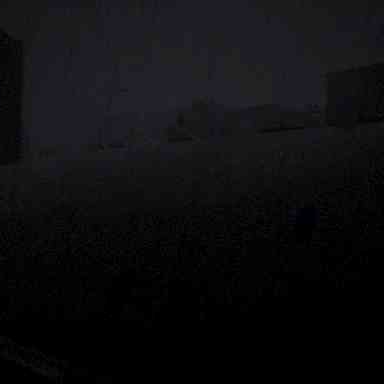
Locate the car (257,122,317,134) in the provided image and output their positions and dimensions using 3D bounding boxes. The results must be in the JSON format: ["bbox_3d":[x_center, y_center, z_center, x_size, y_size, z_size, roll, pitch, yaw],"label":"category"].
[{"bbox_3d":[7.226,-4.516,25.027,4.892,1.521,2.231,3,2,44],"label":"car"}]

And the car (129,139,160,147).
[{"bbox_3d":[-4.483,-5.084,36.545,4.674,1.452,2.002,3,2,44],"label":"car"}]

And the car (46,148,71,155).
[{"bbox_3d":[-20.309,-5.917,52.111,4.892,1.521,2.231,3,2,45],"label":"car"}]

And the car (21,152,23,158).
[{"bbox_3d":[-32.079,-6.710,63.691,5.566,2.045,2.435,3,2,45],"label":"car"}]

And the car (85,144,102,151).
[{"bbox_3d":[-12.456,-5.658,44.388,4.553,1.767,2.185,3,2,44],"label":"car"}]

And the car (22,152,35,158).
[{"bbox_3d":[-28.176,-6.245,59.850,4.674,1.452,2.002,3,2,44],"label":"car"}]

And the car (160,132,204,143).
[{"bbox_3d":[-0.565,-5.048,32.692,4.553,1.767,2.185,3,2,44],"label":"car"}]

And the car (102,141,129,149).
[{"bbox_3d":[-8.523,-5.459,40.519,4.553,1.767,2.185,3,2,44],"label":"car"}]

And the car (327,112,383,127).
[{"bbox_3d":[11.164,-4.299,21.165,4.892,1.521,2.231,3,2,44],"label":"car"}]

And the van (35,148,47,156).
[{"bbox_3d":[-24.149,-6.326,55.890,4.442,1.987,1.878,3,2,45],"label":"van"}]
